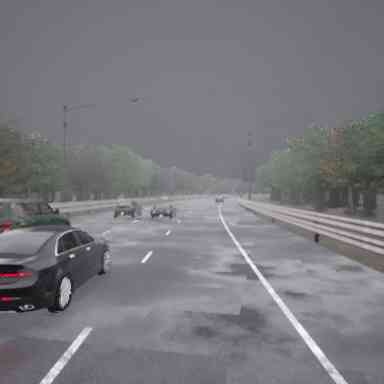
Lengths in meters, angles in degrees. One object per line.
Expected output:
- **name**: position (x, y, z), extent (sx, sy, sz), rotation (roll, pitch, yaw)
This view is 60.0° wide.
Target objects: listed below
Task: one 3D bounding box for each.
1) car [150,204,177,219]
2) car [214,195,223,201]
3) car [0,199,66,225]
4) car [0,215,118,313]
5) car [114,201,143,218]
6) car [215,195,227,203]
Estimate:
- **car**: position (-2.463, 1.710, 30.031), extent (1.895, 1.301, 4.718), rotation (0, 0, 3)
- **car**: position (7.347, 1.683, 91.437), extent (2.033, 1.411, 5.357), rotation (0, 0, 9)
- **car**: position (-6.678, 1.264, 12.950), extent (2.150, 2.045, 5.566), rotation (0, 0, 2)
- **car**: position (-3.291, 1.531, 7.722), extent (1.837, 1.490, 4.892), rotation (0, 0, 1)
- **car**: position (-5.895, 1.615, 31.183), extent (1.837, 1.490, 4.892), rotation (0, 0, 3)
- **car**: position (5.983, 1.696, 72.519), extent (1.882, 1.535, 5.008), rotation (0, 0, 7)
